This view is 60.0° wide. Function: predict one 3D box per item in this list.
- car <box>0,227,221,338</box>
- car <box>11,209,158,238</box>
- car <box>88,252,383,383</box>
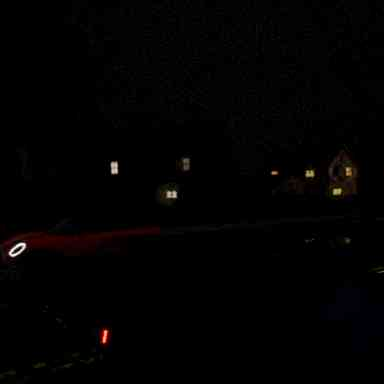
[{"bbox_3d":[-1.373,1.584,6.697,4.718,1.301,1.895,0,0,-36],"label":"car"},{"bbox_3d":[-3.017,1.333,9.517,4.553,1.767,2.097,0,0,-35],"label":"car"},{"bbox_3d":[1.316,1.579,4.377,4.718,1.301,1.895,0,0,-36],"label":"car"}]
